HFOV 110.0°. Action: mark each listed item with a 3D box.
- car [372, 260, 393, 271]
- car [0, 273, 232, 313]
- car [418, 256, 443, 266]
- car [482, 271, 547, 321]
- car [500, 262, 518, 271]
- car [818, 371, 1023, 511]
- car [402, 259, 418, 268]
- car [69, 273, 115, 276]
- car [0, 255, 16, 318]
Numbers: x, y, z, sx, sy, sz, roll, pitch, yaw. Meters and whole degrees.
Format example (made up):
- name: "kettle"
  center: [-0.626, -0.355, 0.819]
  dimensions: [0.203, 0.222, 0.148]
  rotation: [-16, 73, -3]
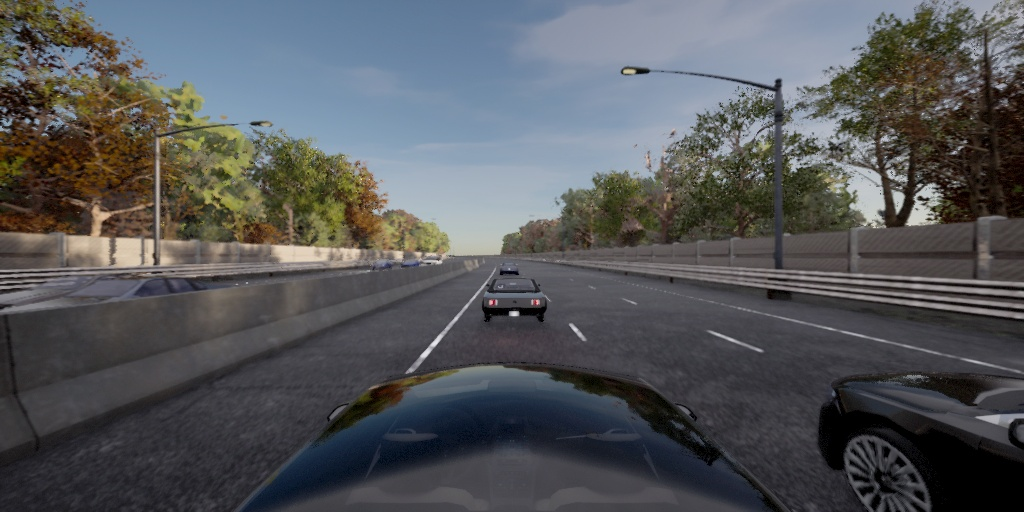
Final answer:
- name: "car"
  center: [-18.301, 1.288, 50.956]
  dimensions: [1.812, 1.442, 4.674]
  rotation: [0, 0, -1]
- name: "car"
  center: [-10.633, 1.301, 10.243]
  dimensions: [2.033, 1.411, 5.357]
  rotation: [0, 0, -1]
- name: "car"
  center: [-11.306, 0.987, 51.119]
  dimensions: [2.150, 2.045, 5.566]
  rotation: [0, 0, -1]
- name: "car"
  center: [0.053, 1.355, 12.422]
  dimensions: [1.895, 1.301, 4.718]
  rotation: [0, 0, 0]
- name: "car"
  center: [-0.332, 1.327, 39.174]
  dimensions: [1.994, 1.385, 4.181]
  rotation: [0, 0, -1]
- name: "car"
  center: [3.593, 1.241, 1.126]
  dimensions: [2.128, 1.511, 4.902]
  rotation: [0, 0, 0]
- name: "car"
  center: [-14.857, 1.241, 53.102]
  dimensions: [1.882, 1.535, 5.008]
  rotation: [0, 0, -1]
- name: "car"
  center: [-14.143, 1.302, 12.178]
  dimensions: [2.033, 1.411, 5.357]
  rotation: [0, 0, 0]
- name: "car"
  center: [-17.627, 0.976, 9.191]
  dimensions: [2.150, 2.045, 5.566]
  rotation: [0, 0, 0]
